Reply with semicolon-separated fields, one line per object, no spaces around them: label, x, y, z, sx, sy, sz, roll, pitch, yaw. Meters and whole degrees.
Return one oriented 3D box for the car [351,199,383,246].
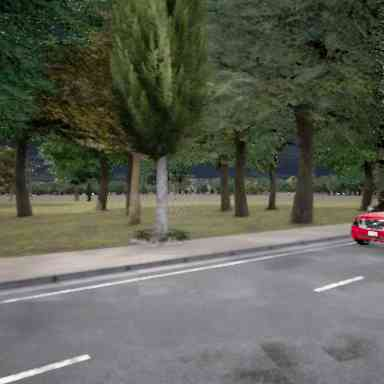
car;9.066;1.225;14.088;5.566;2.045;2.150;0;0;-35
